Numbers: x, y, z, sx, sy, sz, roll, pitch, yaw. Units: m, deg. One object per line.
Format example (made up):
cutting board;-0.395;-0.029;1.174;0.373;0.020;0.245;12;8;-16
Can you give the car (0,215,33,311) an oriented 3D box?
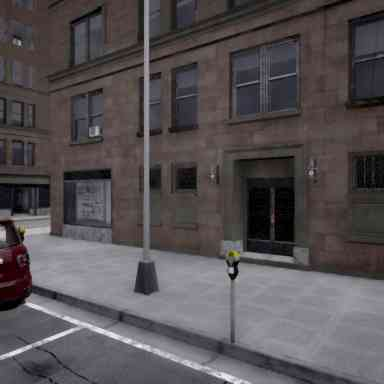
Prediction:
car;-5.112;1.315;6.444;5.009;1.841;2.192;0;0;35
